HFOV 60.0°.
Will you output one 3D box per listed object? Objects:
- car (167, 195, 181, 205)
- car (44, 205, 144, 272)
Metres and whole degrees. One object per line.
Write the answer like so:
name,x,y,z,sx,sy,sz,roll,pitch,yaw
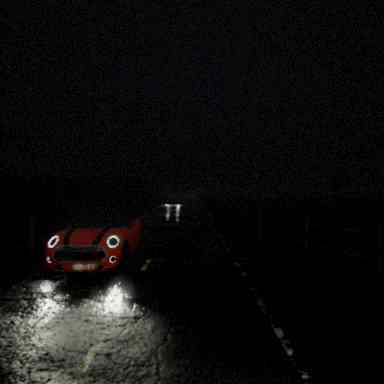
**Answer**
car,-2.847,1.180,51.423,1.812,1.442,4.674,0,0,0
car,-2.855,1.285,10.612,2.097,1.767,4.553,0,0,0
